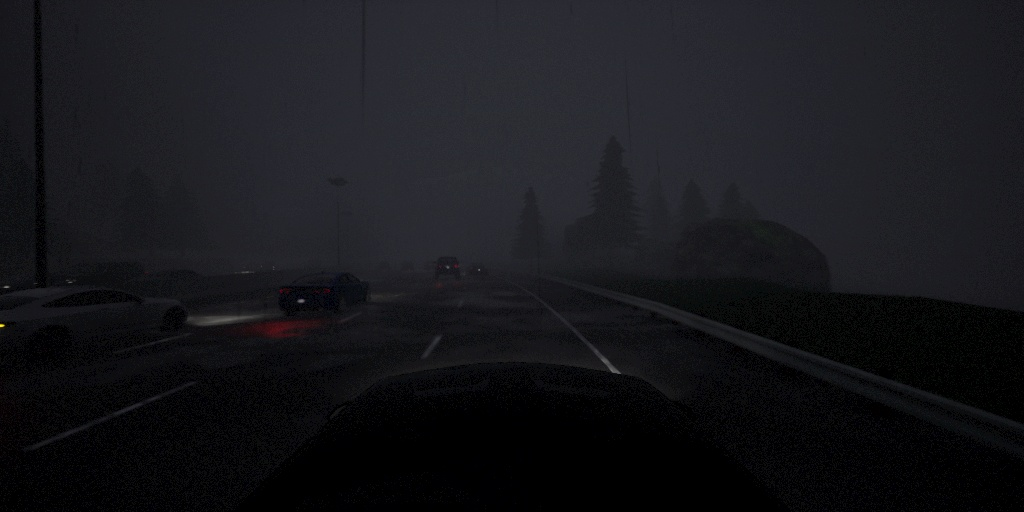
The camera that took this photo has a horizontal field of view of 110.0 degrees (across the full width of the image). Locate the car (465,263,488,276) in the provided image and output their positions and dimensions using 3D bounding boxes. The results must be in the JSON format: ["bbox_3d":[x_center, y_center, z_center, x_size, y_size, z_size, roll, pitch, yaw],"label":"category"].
[{"bbox_3d":[-3.822,1.386,38.535,1.994,1.385,4.181,-1,0,-13],"label":"car"}]

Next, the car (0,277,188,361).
[{"bbox_3d":[-10.434,1.444,8.630,1.812,1.442,4.674,0,0,-3],"label":"car"}]

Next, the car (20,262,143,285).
[{"bbox_3d":[-26.031,1.391,22.490,2.150,2.045,5.566,-1,0,-8],"label":"car"}]

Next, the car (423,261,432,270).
[{"bbox_3d":[-13.301,1.484,58.493,1.837,1.490,4.892,1,-1,-21],"label":"car"}]

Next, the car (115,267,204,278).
[{"bbox_3d":[-22.690,1.624,23.680,1.837,1.490,4.892,-1,0,-8],"label":"car"}]

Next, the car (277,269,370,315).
[{"bbox_3d":[-7.230,1.346,14.371,1.882,1.535,5.008,0,0,-5],"label":"car"}]

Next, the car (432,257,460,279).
[{"bbox_3d":[-6.177,1.079,33.936,2.150,2.045,5.566,0,0,-13],"label":"car"}]

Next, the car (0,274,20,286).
[{"bbox_3d":[-29.524,1.751,22.131,1.812,1.442,4.674,-1,0,-8],"label":"car"}]

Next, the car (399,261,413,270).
[{"bbox_3d":[-17.776,1.555,60.436,1.837,1.490,4.892,1,-1,-23],"label":"car"}]
